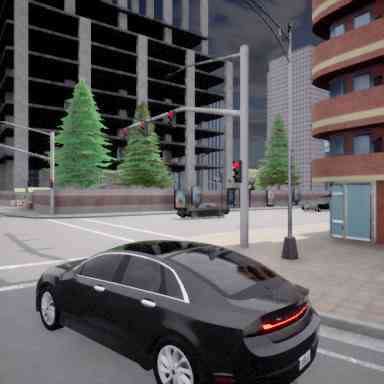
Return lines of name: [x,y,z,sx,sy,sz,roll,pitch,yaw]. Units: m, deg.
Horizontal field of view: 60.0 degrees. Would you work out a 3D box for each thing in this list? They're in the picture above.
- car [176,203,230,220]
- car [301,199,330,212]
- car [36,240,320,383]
car: [0.964,1.656,29.152,4.718,1.301,1.895,0,0,-35]
car: [14.870,1.547,39.050,4.902,1.511,2.128,0,0,-35]
car: [-0.634,1.505,5.094,4.892,1.490,1.837,0,0,41]
